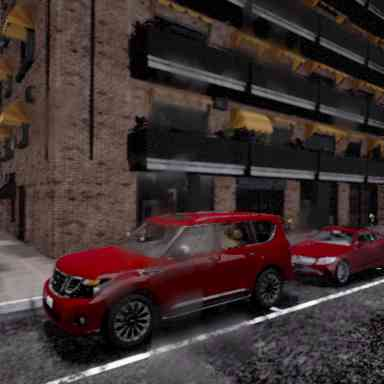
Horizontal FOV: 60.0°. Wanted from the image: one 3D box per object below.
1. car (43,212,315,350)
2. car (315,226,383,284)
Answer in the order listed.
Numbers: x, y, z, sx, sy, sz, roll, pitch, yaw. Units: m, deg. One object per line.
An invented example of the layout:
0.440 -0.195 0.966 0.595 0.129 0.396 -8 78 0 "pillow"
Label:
-0.104 1.361 6.504 5.009 1.841 2.192 1 0 -36 "car"
4.455 1.680 9.813 4.206 1.307 1.802 1 0 -36 "car"
